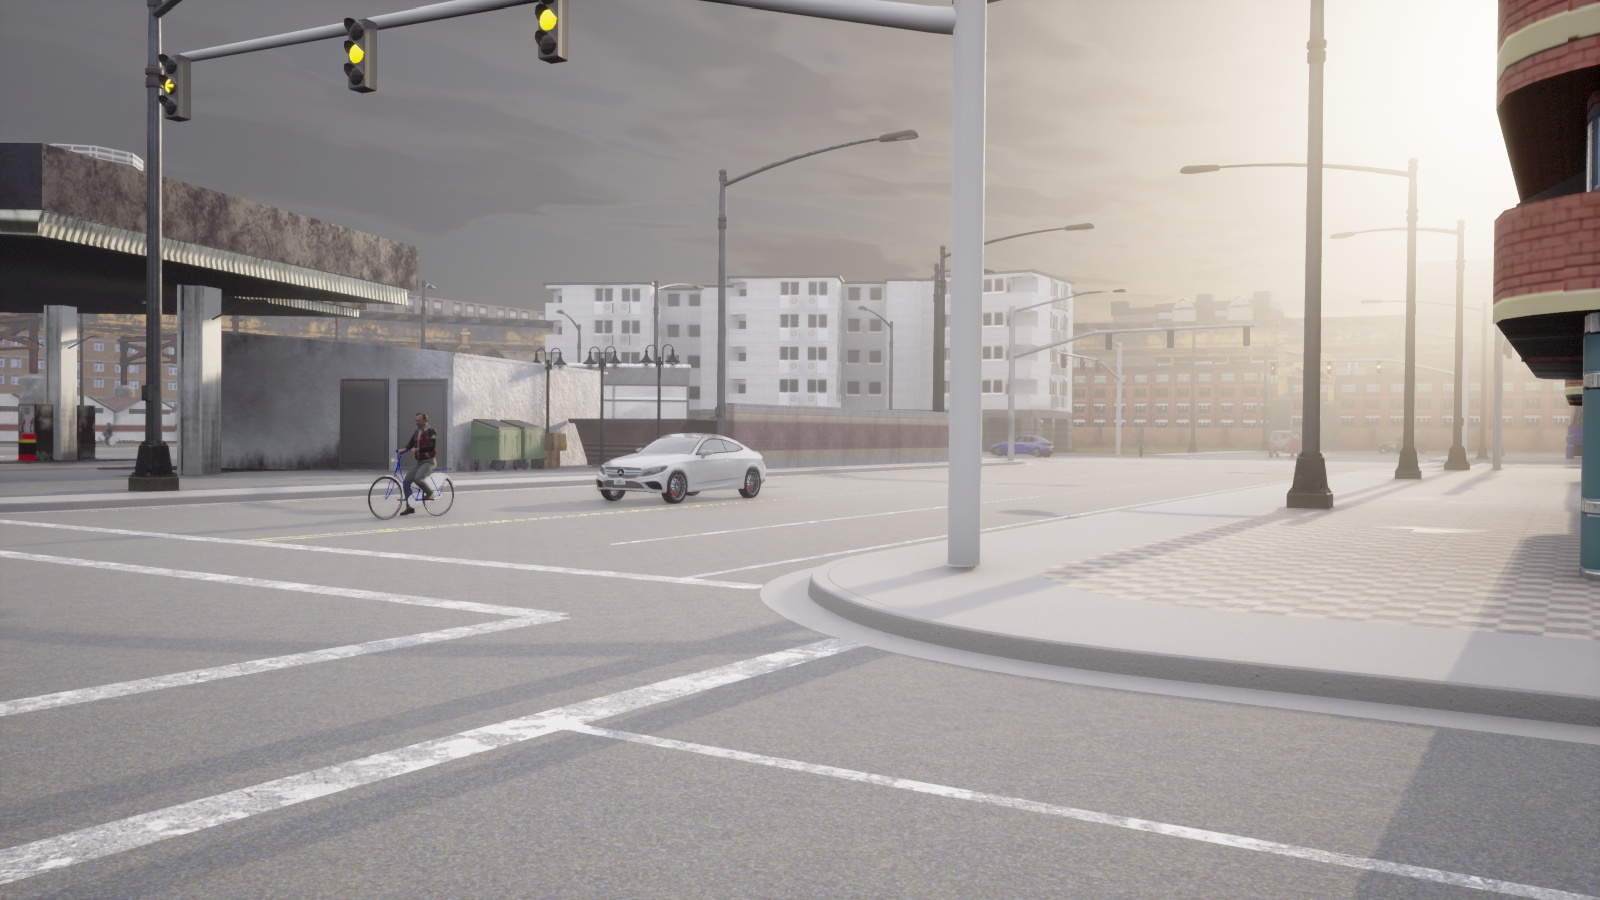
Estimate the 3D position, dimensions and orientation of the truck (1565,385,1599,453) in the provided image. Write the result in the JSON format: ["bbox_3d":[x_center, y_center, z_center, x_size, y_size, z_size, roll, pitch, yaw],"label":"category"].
[{"bbox_3d":[43.931,-1.667,64.400,7.936,3.462,2.891,-1,0,32],"label":"truck"}]

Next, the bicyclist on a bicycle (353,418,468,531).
[{"bbox_3d":[-6.427,0.376,20.823,0.659,1.776,1.843,0,1,31],"label":"bicyclist on a bicycle"}]

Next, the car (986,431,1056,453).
[{"bbox_3d":[14.647,-0.525,83.348,4.193,1.474,1.816,0,1,32],"label":"car"}]

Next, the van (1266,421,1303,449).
[{"bbox_3d":[35.150,-1.077,91.048,1.775,1.987,4.442,0,1,31],"label":"van"}]

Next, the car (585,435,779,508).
[{"bbox_3d":[-2.468,0.404,27.508,1.812,1.442,4.674,0,1,31],"label":"car"}]
